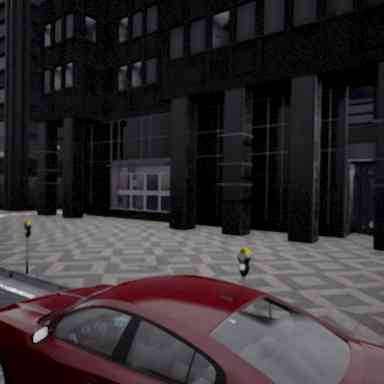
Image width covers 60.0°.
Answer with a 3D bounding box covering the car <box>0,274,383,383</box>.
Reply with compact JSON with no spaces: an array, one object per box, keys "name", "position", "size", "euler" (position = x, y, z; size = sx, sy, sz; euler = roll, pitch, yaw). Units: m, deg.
[{"name":"car","position":[-0.325,1.506,3.177],"size":[4.507,1.381,1.887],"euler":[1,1,35]}]
